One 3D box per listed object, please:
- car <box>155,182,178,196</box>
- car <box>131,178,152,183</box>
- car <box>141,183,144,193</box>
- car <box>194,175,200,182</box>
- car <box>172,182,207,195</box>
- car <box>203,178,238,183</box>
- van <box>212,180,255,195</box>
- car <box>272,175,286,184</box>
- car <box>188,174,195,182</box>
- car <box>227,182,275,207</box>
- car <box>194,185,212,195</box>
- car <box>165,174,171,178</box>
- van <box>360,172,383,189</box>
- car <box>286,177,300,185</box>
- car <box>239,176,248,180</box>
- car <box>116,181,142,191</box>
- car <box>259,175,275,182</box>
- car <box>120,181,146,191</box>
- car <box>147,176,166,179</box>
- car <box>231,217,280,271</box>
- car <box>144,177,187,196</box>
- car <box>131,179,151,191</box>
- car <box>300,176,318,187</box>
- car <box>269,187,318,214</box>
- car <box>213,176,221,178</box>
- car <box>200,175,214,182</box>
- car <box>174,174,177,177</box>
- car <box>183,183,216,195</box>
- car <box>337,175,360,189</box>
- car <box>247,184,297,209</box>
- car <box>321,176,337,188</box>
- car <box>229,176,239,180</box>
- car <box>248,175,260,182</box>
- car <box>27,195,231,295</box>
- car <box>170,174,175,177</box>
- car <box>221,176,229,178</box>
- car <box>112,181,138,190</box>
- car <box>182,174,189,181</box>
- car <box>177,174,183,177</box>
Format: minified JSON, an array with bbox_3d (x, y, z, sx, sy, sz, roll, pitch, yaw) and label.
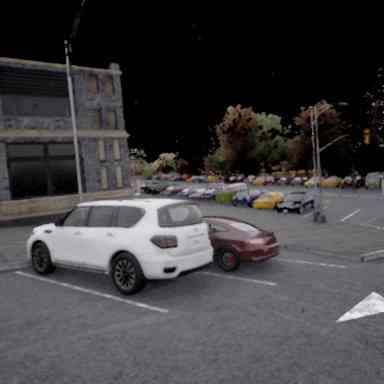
[{"bbox_3d":[-2.669,-0.203,48.935,2.002,1.452,4.674,1,7,42],"label":"car"},{"bbox_3d":[-10.722,-1.189,65.151,2.185,1.767,4.553,1,7,44],"label":"car"},{"bbox_3d":[-5.433,-0.508,54.305,2.097,1.535,5.008,0,7,43],"label":"car"},{"bbox_3d":[3.484,-3.146,77.440,4.553,1.767,2.185,-7,6,-45],"label":"car"},{"bbox_3d":[0.138,0.057,43.596,2.002,1.452,4.674,0,7,42],"label":"car"},{"bbox_3d":[3.941,-0.617,46.550,2.097,1.767,4.553,-6,5,-28],"label":"car"},{"bbox_3d":[4.532,0.155,35.714,1.878,1.987,4.442,0,7,41],"label":"van"},{"bbox_3d":[15.407,-1.766,53.645,2.002,1.452,4.674,1,6,42],"label":"car"},{"bbox_3d":[2.256,-3.165,80.155,4.892,1.521,2.231,-8,6,-44],"label":"car"},{"bbox_3d":[5.923,0.394,32.979,2.185,1.767,4.553,0,6,40],"label":"car"},{"bbox_3d":[3.008,0.271,38.282,2.231,1.521,4.892,0,7,41],"label":"car"},{"bbox_3d":[-4.036,-3.879,93.537,5.366,1.575,1.946,-8,7,-44],"label":"car"},{"bbox_3d":[22.470,-1.403,40.585,1.878,1.987,4.442,1,6,41],"label":"van"},{"bbox_3d":[16.807,-1.639,51.039,2.002,1.452,4.674,1,6,42],"label":"car"},{"bbox_3d":[11.323,-2.325,61.523,2.185,1.767,4.553,2,6,43],"label":"car"},{"bbox_3d":[-13.307,-1.346,70.607,2.097,1.535,5.008,0,7,45],"label":"car"},{"bbox_3d":[13.995,-2.057,56.227,2.185,1.767,4.553,1,6,43],"label":"car"},{"bbox_3d":[-12.012,-1.204,67.884,2.231,1.521,4.892,1,7,45],"label":"car"},{"bbox_3d":[-7.803,-1.793,70.016,2.097,1.767,4.553,-6,5,-25],"label":"car"},{"bbox_3d":[0.417,1.484,10.580,4.674,1.452,2.002,-1,0,35],"label":"car"},{"bbox_3d":[-4.064,-0.627,51.617,2.435,2.045,5.566,0,7,43],"label":"car"},{"bbox_3d":[-8.106,-0.782,59.712,2.097,1.535,5.008,1,7,44],"label":"car"},{"bbox_3d":[18.104,-1.540,48.297,1.946,1.575,5.366,1,6,42],"label":"car"},{"bbox_3d":[8.780,0.804,27.728,2.163,1.488,4.792,0,7,40],"label":"car"},{"bbox_3d":[7.364,-2.577,69.485,2.163,1.488,4.792,1,6,44],"label":"car"},{"bbox_3d":[4.769,-2.881,74.787,2.097,1.535,5.008,1,6,45],"label":"car"},{"bbox_3d":[-1.463,-3.570,88.234,4.792,1.488,2.163,-7,7,-44],"label":"car"},{"bbox_3d":[1.577,0.183,40.938,2.002,1.452,4.674,0,7,41],"label":"car"},{"bbox_3d":[21.065,-1.431,43.231,2.185,1.767,4.553,0,6,41],"label":"car"},{"bbox_3d":[7.566,0.610,30.532,1.946,1.575,5.366,0,6,40],"label":"car"},{"bbox_3d":[19.772,-1.451,45.986,1.946,1.575,5.366,0,6,41],"label":"car"},{"bbox_3d":[9.962,-2.331,64.150,2.097,1.535,5.008,1,6,44],"label":"car"},{"bbox_3d":[12.780,-2.085,59.019,1.946,1.575,5.366,1,6,43],"label":"car"},{"bbox_3d":[-2.085,1.214,8.862,5.566,2.045,2.435,-1,0,35],"label":"car"},{"bbox_3d":[-2.655,-3.721,90.986,4.792,1.488,2.163,-7,6,-44],"label":"car"},{"bbox_3d":[8.631,-2.434,66.775,2.163,1.488,4.792,2,6,44],"label":"car"},{"bbox_3d":[-14.688,-1.473,73.210,5.366,1.575,1.946,-10,7,-44],"label":"car"},{"bbox_3d":[0.891,-3.297,82.718,5.366,1.575,1.946,-7,7,-44],"label":"car"},{"bbox_3d":[-0.213,-3.709,85.552,5.566,2.045,2.435,-7,6,-44],"label":"car"}]
